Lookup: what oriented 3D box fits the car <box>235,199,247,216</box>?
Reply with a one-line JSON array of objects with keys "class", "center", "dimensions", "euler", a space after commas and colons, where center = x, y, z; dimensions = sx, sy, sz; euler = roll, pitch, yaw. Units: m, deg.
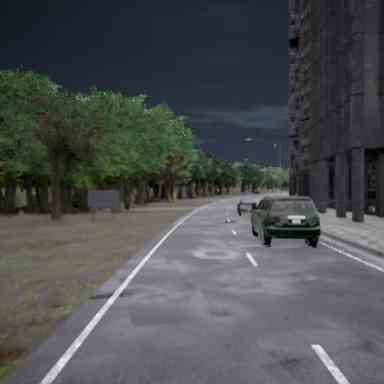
[{"class": "car", "center": [5.300, 1.416, 32.112], "dimensions": [2.128, 1.511, 4.902], "euler": [0, 0, 6]}]

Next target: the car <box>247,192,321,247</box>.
[{"class": "car", "center": [4.023, 1.187, 15.088], "dimensions": [2.150, 2.045, 5.566], "euler": [0, 0, 3]}]
